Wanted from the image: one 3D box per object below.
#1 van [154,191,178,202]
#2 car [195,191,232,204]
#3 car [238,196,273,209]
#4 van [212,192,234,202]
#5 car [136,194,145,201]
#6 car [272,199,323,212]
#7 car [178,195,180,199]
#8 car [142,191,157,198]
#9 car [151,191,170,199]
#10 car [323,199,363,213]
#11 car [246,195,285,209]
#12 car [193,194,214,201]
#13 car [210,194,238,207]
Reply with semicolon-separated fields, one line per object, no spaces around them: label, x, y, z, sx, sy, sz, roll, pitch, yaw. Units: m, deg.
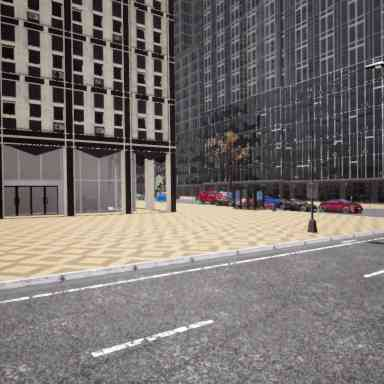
van;-4.732;0.938;58.941;1.690;1.788;3.998;0;1;-34
car;3.363;0.874;51.653;2.150;2.045;5.566;-1;1;-34
car;7.967;1.388;40.090;1.802;1.307;4.206;0;1;-34
van;5.393;0.856;58.957;1.690;1.788;3.998;0;1;-34
car;-11.130;1.040;68.340;2.008;1.369;4.403;0;1;-34
car;11.152;1.424;35.380;1.947;1.339;4.313;0;1;-34
car;-4.202;0.937;73.055;1.802;1.307;4.206;0;1;-34
car;-10.599;0.687;82.449;1.967;1.590;4.097;0;1;-34
car;-7.400;0.616;77.750;2.192;1.841;5.009;0;1;-34
car;15.238;1.408;34.195;1.994;1.385;4.181;-1;1;-34
car;9.350;1.227;42.848;1.882;1.535;5.008;-1;1;-34
car;2.195;1.044;63.658;1.802;1.307;4.206;0;1;-34
car;4.817;1.320;44.820;1.947;1.339;4.313;0;1;-34
